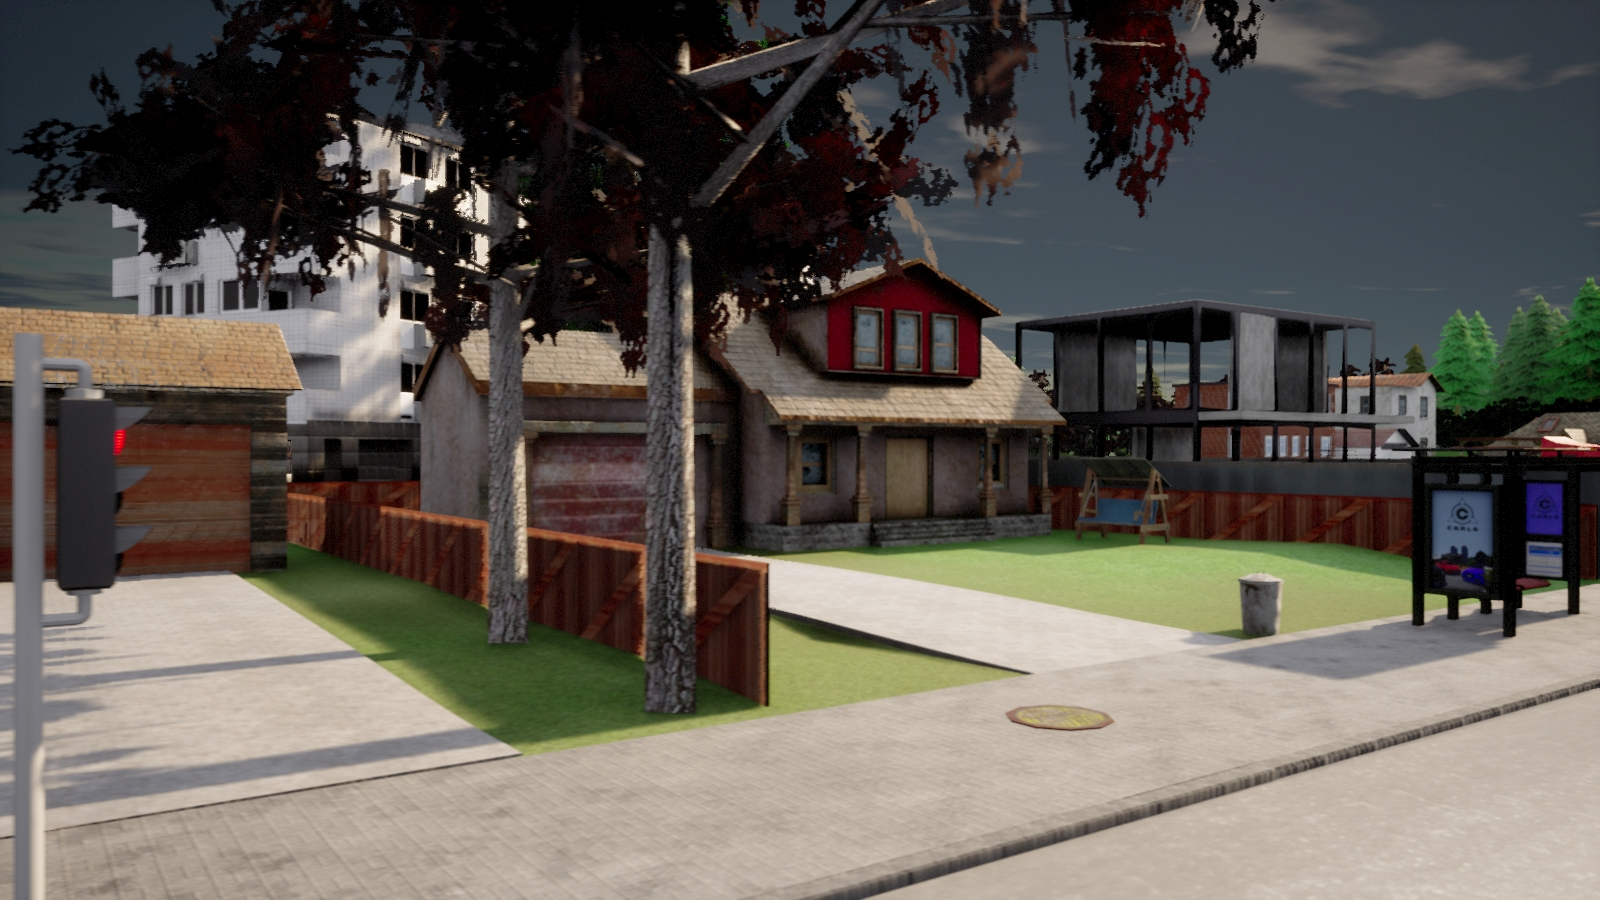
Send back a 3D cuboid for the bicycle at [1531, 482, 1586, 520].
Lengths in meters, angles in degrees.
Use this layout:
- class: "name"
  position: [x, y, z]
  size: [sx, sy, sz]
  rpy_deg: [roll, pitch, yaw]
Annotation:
- class: "bicycle"
  position: [30.701, 2.066, 46.266]
  size: [0.329, 1.471, 1.835]
  rpy_deg: [0, 0, -37]
